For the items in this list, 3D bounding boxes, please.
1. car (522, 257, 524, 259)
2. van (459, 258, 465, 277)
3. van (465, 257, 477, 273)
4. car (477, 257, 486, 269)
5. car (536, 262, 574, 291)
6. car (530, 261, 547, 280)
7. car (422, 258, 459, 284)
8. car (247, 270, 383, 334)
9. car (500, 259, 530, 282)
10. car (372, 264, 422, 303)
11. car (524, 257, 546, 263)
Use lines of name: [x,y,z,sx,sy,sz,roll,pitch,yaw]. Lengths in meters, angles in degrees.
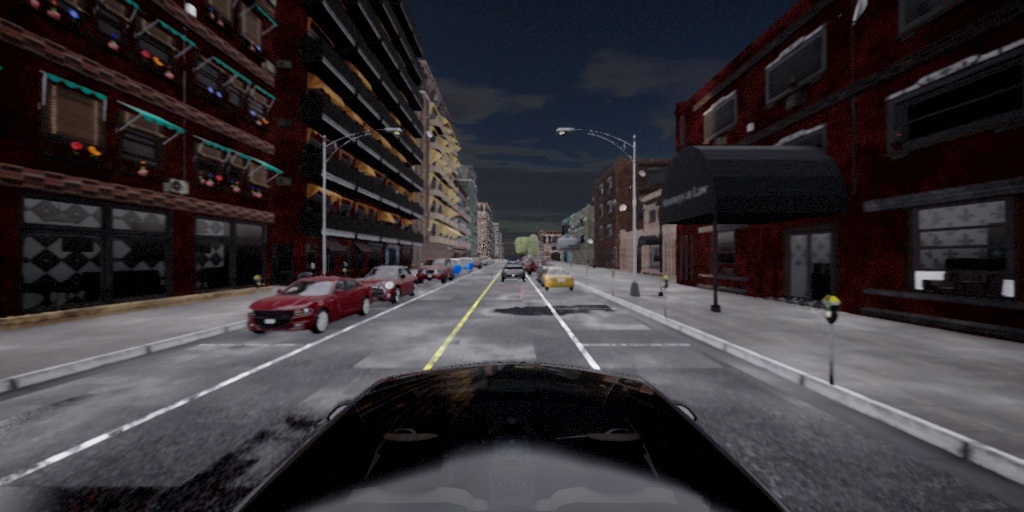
car: [2.701,1.207,49.446,1.967,1.591,4.097,0,0,0]
van: [-5.684,1.094,32.832,1.690,1.789,3.998,0,0,0]
van: [-5.681,1.102,43.909,1.690,1.789,3.998,0,0,0]
car: [-5.679,1.089,54.987,2.192,1.841,5.009,0,0,0]
car: [2.695,1.274,21.921,1.751,1.417,4.829,0,0,0]
car: [2.696,1.301,27.290,2.007,1.370,4.403,0,0,0]
car: [-5.685,1.065,27.292,2.192,1.841,5.009,0,0,0]
car: [-5.688,1.294,10.675,1.888,1.381,4.507,0,0,0]
car: [0.106,1.242,29.060,2.128,1.511,4.902,0,0,0]
car: [-5.687,1.188,16.213,1.967,1.591,4.097,0,0,0]
car: [2.699,1.071,38.368,2.192,1.841,5.009,0,0,0]
